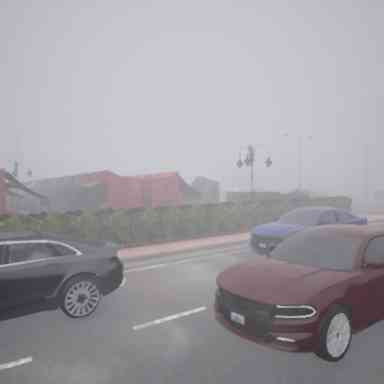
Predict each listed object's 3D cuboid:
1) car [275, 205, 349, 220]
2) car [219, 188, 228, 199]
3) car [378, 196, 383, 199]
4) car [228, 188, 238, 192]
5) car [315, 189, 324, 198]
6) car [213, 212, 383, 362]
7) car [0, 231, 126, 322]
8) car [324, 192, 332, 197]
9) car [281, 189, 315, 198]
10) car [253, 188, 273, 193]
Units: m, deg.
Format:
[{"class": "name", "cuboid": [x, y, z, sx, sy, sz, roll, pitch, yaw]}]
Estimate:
[{"class": "car", "cuboid": [4.103, 1.265, 11.381, 5.008, 1.535, 1.882, -2, 1, -36]}, {"class": "car", "cuboid": [6.129, 0.128, 80.255, 1.905, 1.878, 3.866, -2, 1, -36]}, {"class": "car", "cuboid": [11.984, 1.060, 17.195, 4.902, 1.511, 2.128, -2, 1, -36]}, {"class": "car", "cuboid": [8.500, 0.060, 81.913, 1.932, 1.855, 4.605, -2, 1, -36]}, {"class": "car", "cuboid": [16.104, 0.546, 47.235, 1.784, 1.438, 3.905, -2, 1, -36]}, {"class": "car", "cuboid": [2.613, 1.359, 5.929, 5.008, 1.535, 1.882, -2, 1, -36]}, {"class": "car", "cuboid": [-3.579, 1.494, 5.707, 4.902, 1.511, 2.128, -2, 1, -36]}, {"class": "car", "cuboid": [18.445, 0.512, 48.937, 1.970, 1.475, 3.806, -2, 1, -36]}, {"class": "car", "cuboid": [13.960, 0.395, 45.613, 1.932, 1.855, 4.605, -2, 1, -36]}, {"class": "car", "cuboid": [14.223, 0.404, 64.542, 1.970, 1.475, 3.806, -2, 1, -36]}]
